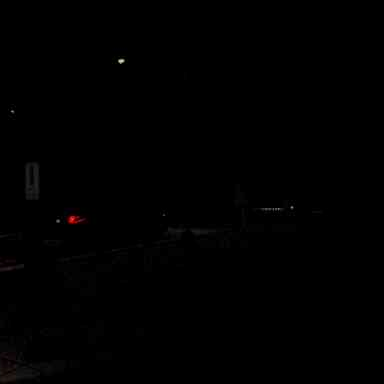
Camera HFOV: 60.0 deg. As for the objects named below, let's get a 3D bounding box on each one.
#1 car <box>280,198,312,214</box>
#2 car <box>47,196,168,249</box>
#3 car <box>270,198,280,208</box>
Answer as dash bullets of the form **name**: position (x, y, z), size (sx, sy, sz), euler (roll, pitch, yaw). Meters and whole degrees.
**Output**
- **car**: position (11.307, 1.556, 35.365), size (1.994, 1.385, 4.181), euler (-1, 0, 35)
- **car**: position (-3.445, 1.184, 14.592), size (2.150, 2.045, 5.566), euler (-1, -1, 35)
- **car**: position (13.088, 1.606, 49.102), size (1.812, 1.442, 4.674), euler (-1, -1, 35)
